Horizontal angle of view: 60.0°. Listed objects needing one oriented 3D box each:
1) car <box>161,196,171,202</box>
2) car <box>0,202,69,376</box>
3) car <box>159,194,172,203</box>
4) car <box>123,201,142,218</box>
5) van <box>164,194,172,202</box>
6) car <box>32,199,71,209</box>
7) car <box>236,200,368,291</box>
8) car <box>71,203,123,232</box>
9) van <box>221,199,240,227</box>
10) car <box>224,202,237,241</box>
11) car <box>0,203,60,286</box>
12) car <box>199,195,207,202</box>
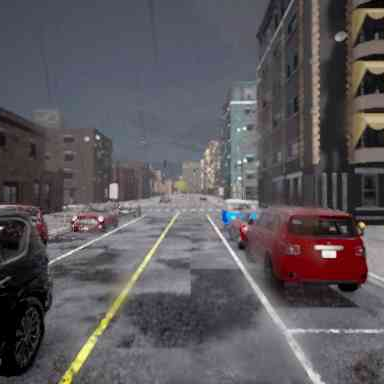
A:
[{"bbox_3d":[-5.691,1.550,74.228,1.887,1.381,4.507,1,0,0],"label":"car"},{"bbox_3d":[-3.101,1.222,2.650,2.150,2.045,5.566,0,0,0],"label":"car"},{"bbox_3d":[-5.766,1.550,68.546,1.887,1.381,4.507,1,0,0],"label":"car"},{"bbox_3d":[-5.683,1.554,30.591,2.008,1.369,4.403,1,0,0],"label":"car"},{"bbox_3d":[-5.687,1.346,79.916,1.690,1.788,3.998,1,0,0],"label":"van"},{"bbox_3d":[-19.309,1.617,45.842,4.507,1.381,1.887,0,-1,1],"label":"car"},{"bbox_3d":[2.706,1.316,8.956,2.192,1.841,5.009,1,0,0],"label":"car"},{"bbox_3d":[-5.678,1.442,19.777,1.967,1.590,4.097,1,0,0],"label":"car"},{"bbox_3d":[2.704,1.344,19.771,1.690,1.788,3.998,1,0,0],"label":"van"},{"bbox_3d":[2.703,1.442,14.363,1.967,1.590,4.097,1,0,0],"label":"car"},{"bbox_3d":[-5.674,1.316,8.962,2.192,1.841,5.009,1,0,0],"label":"car"},{"bbox_3d":[2.691,1.445,79.978,1.967,1.590,4.097,1,0,0],"label":"car"}]
